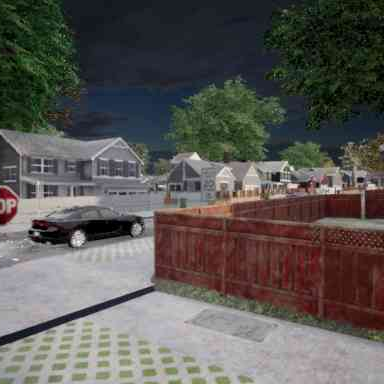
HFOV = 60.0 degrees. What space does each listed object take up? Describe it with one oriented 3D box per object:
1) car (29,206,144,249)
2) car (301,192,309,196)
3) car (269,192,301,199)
[{"bbox_3d":[-4.134,1.304,13.910,1.882,1.535,5.008,0,1,35],"label":"car"},{"bbox_3d":[14.997,0.688,46.130,2.033,1.411,5.357,0,1,35],"label":"car"},{"bbox_3d":[8.686,0.946,32.282,1.812,1.442,4.674,0,1,35],"label":"car"}]
